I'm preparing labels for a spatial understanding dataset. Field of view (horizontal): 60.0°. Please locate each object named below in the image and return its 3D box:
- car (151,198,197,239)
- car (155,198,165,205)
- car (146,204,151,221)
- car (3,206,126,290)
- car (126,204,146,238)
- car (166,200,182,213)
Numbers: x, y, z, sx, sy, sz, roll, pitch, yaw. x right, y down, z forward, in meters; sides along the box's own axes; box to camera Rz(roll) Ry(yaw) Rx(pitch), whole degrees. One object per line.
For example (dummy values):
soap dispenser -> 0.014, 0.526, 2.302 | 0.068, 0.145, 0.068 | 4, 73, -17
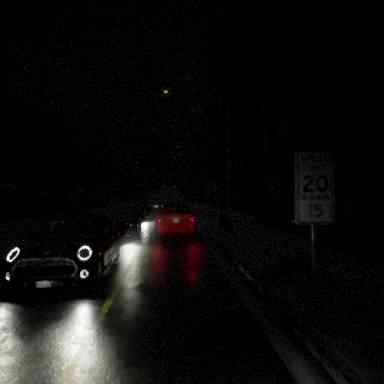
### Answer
car -> -0.895, 1.408, 17.977 | 2.097, 1.767, 4.553 | -1, 0, -3
car -> -6.982, 2.061, 73.031 | 1.882, 1.535, 5.008 | -1, -1, -3
car -> -4.430, 1.720, 28.492 | 1.994, 1.385, 4.181 | -1, 0, -3
car -> -3.345, 1.406, 9.407 | 2.097, 1.767, 4.553 | -1, 0, -3
car -> -3.877, 1.573, 18.546 | 1.882, 1.535, 5.008 | -1, 0, -3
car -> -2.270, 1.722, 41.404 | 1.837, 1.490, 4.892 | -1, -1, -3
